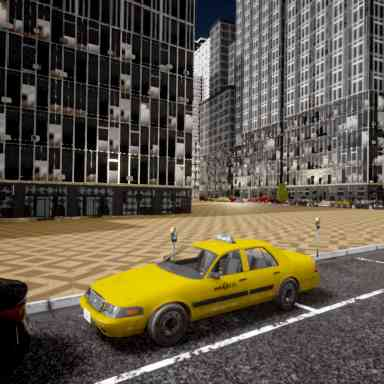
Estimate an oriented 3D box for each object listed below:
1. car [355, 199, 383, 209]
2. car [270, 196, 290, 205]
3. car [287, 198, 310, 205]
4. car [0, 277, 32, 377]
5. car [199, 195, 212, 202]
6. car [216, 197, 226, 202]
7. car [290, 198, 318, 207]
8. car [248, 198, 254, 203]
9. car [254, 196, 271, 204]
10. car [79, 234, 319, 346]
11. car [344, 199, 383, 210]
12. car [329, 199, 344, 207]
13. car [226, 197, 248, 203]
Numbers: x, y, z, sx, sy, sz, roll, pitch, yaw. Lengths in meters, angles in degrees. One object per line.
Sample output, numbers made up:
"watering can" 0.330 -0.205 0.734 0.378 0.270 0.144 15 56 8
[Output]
"car" 27.776 1.833 51.363 2.008 1.369 4.403 1 -1 -22
"car" 16.266 1.636 58.739 1.967 1.590 4.097 1 -1 -22
"car" 21.445 1.926 66.907 2.008 1.369 4.403 1 -1 -22
"car" -3.944 1.565 3.272 4.313 1.339 1.947 0 1 -36
"car" 3.612 1.698 89.813 2.192 1.841 5.009 1 -1 -22
"car" 7.892 1.845 79.296 1.752 1.417 4.829 1 -1 -22
"car" 18.374 1.715 53.559 2.008 1.369 4.403 1 -1 -22
"car" 15.114 2.051 82.450 1.802 1.307 4.206 1 -1 -22
"car" 17.228 1.753 77.272 2.192 1.841 5.009 1 -1 -22
"car" 0.420 1.528 6.330 4.829 1.417 1.752 0 1 -35
"car" 22.592 1.653 43.201 2.008 1.369 4.403 1 -1 -22
"car" 25.601 1.839 56.702 1.752 1.417 4.829 1 -1 -22
"car" 9.938 1.729 74.275 1.967 1.590 4.097 1 -1 -22
